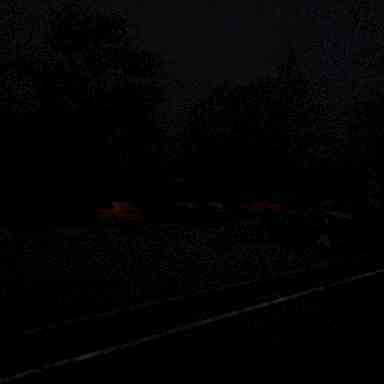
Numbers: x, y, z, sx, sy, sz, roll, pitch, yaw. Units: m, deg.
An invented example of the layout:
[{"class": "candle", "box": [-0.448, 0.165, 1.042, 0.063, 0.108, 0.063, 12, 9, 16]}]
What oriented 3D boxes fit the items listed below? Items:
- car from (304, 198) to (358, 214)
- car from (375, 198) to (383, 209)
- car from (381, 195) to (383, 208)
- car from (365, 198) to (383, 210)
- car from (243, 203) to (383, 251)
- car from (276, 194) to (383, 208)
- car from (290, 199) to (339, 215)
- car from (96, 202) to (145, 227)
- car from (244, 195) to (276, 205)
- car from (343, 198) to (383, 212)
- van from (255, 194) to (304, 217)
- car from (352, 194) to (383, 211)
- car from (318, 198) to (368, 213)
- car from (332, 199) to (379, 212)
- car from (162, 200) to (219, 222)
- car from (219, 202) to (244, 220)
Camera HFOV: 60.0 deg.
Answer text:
[{"class": "car", "box": [15.459, 1.527, 37.302, 1.946, 1.575, 5.366, 0, 0, -36]}, {"class": "car", "box": [28.845, 1.683, 47.098, 2.002, 1.452, 4.674, 1, 0, -36]}, {"class": "car", "box": [31.227, 1.418, 48.769, 2.435, 2.045, 5.566, 1, 0, -36]}, {"class": "car", "box": [26.682, 1.622, 45.548, 2.097, 1.535, 5.008, 1, 0, -36]}, {"class": "car", "box": [4.789, 1.435, 13.845, 2.231, 1.521, 4.892, 0, 0, -35]}, {"class": "car", "box": [7.051, 1.185, 15.498, 2.435, 2.045, 5.566, 0, 0, -35]}, {"class": "car", "box": [13.087, 1.553, 35.831, 2.002, 1.452, 4.674, 0, 0, -36]}, {"class": "car", "box": [-5.049, 1.435, 22.897, 2.097, 1.535, 5.008, 0, 0, -35]}, {"class": "car", "box": [6.306, 1.338, 30.955, 2.185, 1.767, 4.553, 0, 0, -36]}, {"class": "car", "box": [22.132, 1.611, 42.336, 2.163, 1.488, 4.792, 0, 0, -36]}, {"class": "van", "box": [8.485, 1.252, 32.690, 1.878, 1.987, 4.442, 0, 0, -35]}, {"class": "car", "box": [24.430, 1.350, 43.910, 2.435, 2.045, 5.566, 0, 0, -36]}, {"class": "car", "box": [17.621, 1.547, 39.068, 2.097, 1.535, 5.008, 0, 0, -36]}, {"class": "car", "box": [19.900, 1.594, 40.669, 2.163, 1.488, 4.792, 0, 0, -36]}, {"class": "car", "box": [-0.519, 1.436, 26.135, 2.097, 1.535, 5.008, 0, 0, -35]}, {"class": "car", "box": [1.752, 1.483, 27.750, 2.002, 1.452, 4.674, 0, 0, -35]}]
